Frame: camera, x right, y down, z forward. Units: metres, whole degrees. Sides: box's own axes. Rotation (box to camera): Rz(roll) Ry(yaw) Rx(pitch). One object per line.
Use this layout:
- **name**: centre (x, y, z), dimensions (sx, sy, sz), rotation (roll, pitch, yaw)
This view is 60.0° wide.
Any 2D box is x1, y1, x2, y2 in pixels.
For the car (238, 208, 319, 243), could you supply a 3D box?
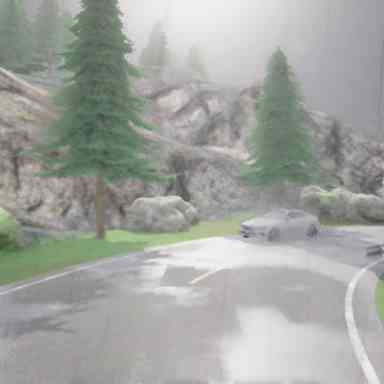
- **car**: centre (4.356, 1.529, 16.257), dimensions (4.674, 1.442, 1.812), rotation (0, 0, -36)
